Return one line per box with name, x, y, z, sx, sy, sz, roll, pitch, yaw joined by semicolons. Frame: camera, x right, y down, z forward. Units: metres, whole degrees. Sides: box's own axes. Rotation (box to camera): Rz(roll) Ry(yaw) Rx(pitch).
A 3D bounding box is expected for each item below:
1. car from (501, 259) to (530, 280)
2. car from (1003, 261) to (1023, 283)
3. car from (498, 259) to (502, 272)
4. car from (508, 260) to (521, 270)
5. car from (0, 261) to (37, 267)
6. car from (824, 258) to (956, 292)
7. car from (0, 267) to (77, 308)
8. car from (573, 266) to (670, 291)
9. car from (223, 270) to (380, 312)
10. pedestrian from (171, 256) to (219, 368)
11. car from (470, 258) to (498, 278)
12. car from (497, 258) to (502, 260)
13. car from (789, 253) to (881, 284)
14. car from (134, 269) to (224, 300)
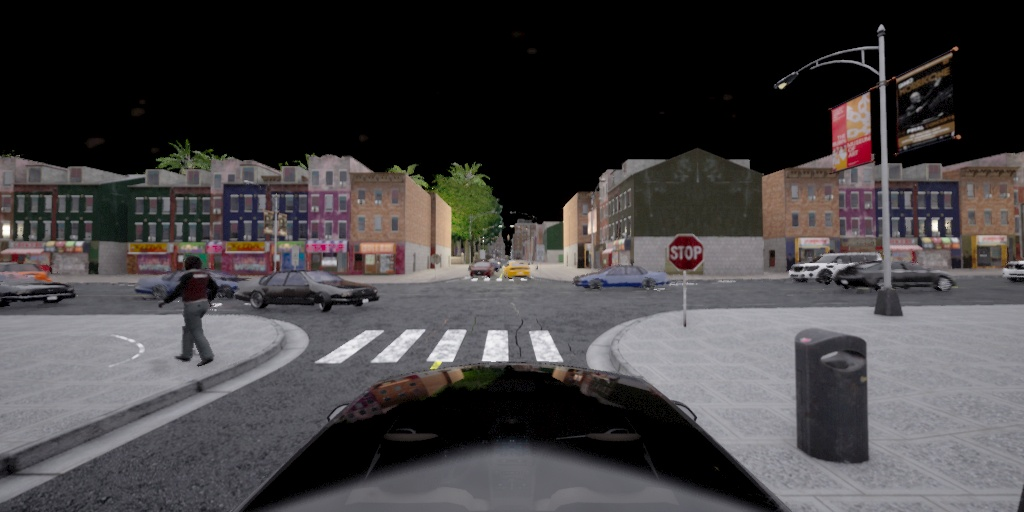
car;0.430;1.264;32.284;1.882;1.535;5.008;-1;0;-6
car;33.097;0.591;21.376;5.566;2.045;2.150;-1;-1;0
car;-2.579;1.399;46.384;1.895;1.301;4.718;0;0;0
car;0.355;1.332;55.419;1.812;1.442;4.674;0;0;0
car;-30.009;1.189;20.769;4.553;1.767;2.097;0;-1;-1
car;18.879;0.992;17.789;4.892;1.490;1.837;-1;-1;-1
car;-20.821;1.270;14.150;5.357;1.411;2.033;0;-1;-1
car;6.348;1.270;21.113;5.357;1.411;2.033;-1;-1;-1
car;-7.687;1.227;13.401;5.357;1.411;2.033;-1;-1;17
pedestrian;-5.400;0.899;6.102;0.375;1.860;0.375;1;-1;0
car;-2.783;1.266;34.509;1.882;1.535;5.008;0;0;4
car;-2.576;1.371;57.261;1.994;1.385;4.181;0;0;0
car;22.212;0.824;24.526;5.566;2.045;2.150;-1;-1;-1
car;-14.947;1.352;17.460;5.357;1.411;2.033;0;-1;-1
